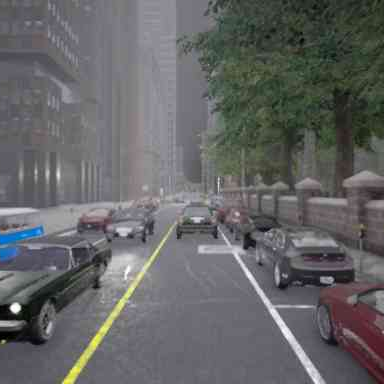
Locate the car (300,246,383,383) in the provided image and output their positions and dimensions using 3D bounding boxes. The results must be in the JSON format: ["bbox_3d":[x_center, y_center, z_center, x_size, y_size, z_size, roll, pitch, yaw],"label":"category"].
[{"bbox_3d":[2.785,1.615,3.641,1.802,1.307,4.206,0,0,1],"label":"car"}]

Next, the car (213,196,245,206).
[{"bbox_3d":[3.029,1.439,25.742,2.192,1.841,5.009,0,0,1],"label":"car"}]

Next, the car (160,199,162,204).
[{"bbox_3d":[-5.313,1.554,42.398,1.967,1.590,4.097,0,0,1],"label":"car"}]

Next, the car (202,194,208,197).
[{"bbox_3d":[2.935,1.595,54.830,1.801,1.575,5.366,0,0,1],"label":"car"}]

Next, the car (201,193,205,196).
[{"bbox_3d":[3.516,1.441,69.936,2.192,1.841,5.009,0,0,1],"label":"car"}]

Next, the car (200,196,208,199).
[{"bbox_3d":[0.534,1.624,41.463,2.128,1.511,4.902,0,0,1],"label":"car"}]

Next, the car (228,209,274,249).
[{"bbox_3d":[2.905,1.654,14.691,1.947,1.339,4.313,0,0,1],"label":"car"}]

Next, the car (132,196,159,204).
[{"bbox_3d":[-5.374,1.428,36.876,2.192,1.841,5.009,0,0,1],"label":"car"}]

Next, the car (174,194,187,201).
[{"bbox_3d":[-2.309,1.675,65.384,1.994,1.385,4.181,0,0,1],"label":"car"}]

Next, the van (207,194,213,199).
[{"bbox_3d":[3.213,1.483,42.315,1.690,1.788,3.998,0,0,1],"label":"van"}]

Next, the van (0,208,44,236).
[{"bbox_3d":[-5.679,1.376,9.251,1.690,1.788,3.998,0,0,1],"label":"van"}]

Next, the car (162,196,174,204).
[{"bbox_3d":[-5.072,1.655,64.495,2.008,1.369,4.403,0,0,1],"label":"car"}]

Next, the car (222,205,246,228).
[{"bbox_3d":[2.968,1.691,20.217,1.802,1.307,4.206,0,0,1],"label":"car"}]

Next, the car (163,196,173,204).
[{"bbox_3d":[-5.013,1.623,69.849,1.752,1.417,4.829,0,0,1],"label":"car"}]

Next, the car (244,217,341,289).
[{"bbox_3d":[2.846,1.614,9.166,2.008,1.369,4.403,0,0,1],"label":"car"}]

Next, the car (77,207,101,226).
[{"bbox_3d":[-5.558,1.625,20.300,1.887,1.381,4.507,0,0,1],"label":"car"}]

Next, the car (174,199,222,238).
[{"bbox_3d":[0.283,1.445,18.316,2.097,1.767,4.553,0,0,1],"label":"car"}]

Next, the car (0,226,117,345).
[{"bbox_3d":[-3.042,1.630,6.555,1.895,1.301,4.718,0,0,1],"label":"car"}]

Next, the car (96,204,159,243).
[{"bbox_3d":[-2.928,1.568,16.747,2.128,1.511,4.902,0,0,0],"label":"car"}]
